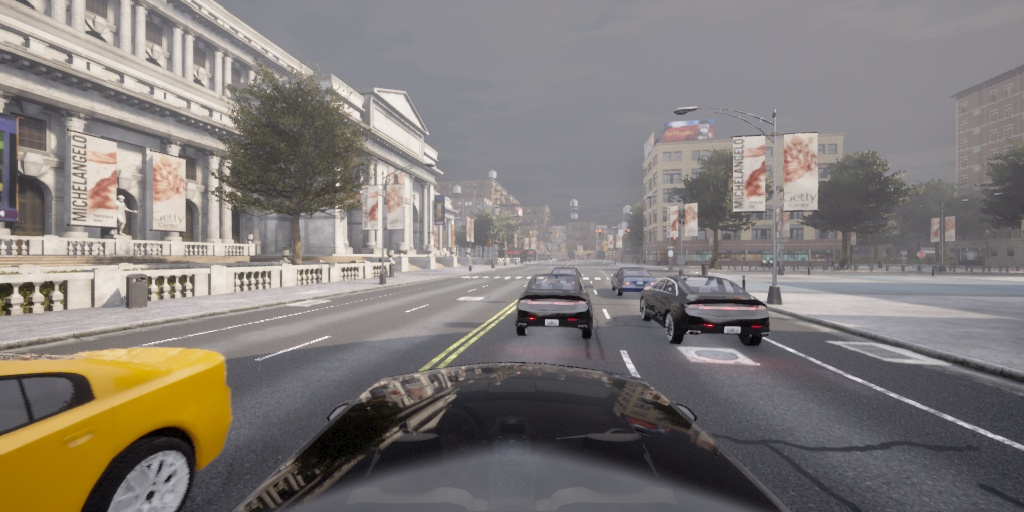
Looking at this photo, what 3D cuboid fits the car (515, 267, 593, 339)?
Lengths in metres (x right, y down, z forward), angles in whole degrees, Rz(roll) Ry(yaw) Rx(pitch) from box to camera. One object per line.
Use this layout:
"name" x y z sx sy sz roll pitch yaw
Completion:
"car" 1.259 1.241 10.222 2.128 1.511 4.902 0 0 9

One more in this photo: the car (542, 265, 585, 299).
"car" 2.924 1.297 19.700 2.033 1.411 5.357 0 0 11

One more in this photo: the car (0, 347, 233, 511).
"car" -3.449 1.227 1.056 1.882 1.535 5.008 0 0 1

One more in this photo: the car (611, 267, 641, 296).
"car" 6.374 1.297 19.058 2.033 1.411 5.357 0 0 11

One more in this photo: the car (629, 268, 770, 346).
"car" 4.695 1.241 9.450 2.128 1.511 4.902 0 0 9
